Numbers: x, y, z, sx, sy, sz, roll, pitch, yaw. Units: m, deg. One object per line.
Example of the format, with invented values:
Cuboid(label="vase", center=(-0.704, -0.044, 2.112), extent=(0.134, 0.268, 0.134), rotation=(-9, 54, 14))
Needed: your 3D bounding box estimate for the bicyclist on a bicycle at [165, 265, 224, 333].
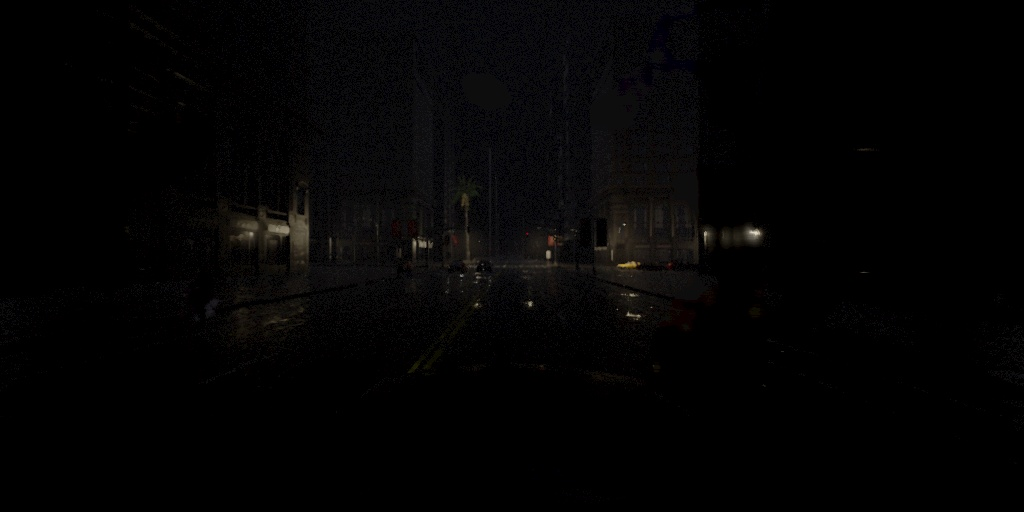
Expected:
Cuboid(label="bicyclist on a bicycle", center=(-8.745, 1.137, 9.961), extent=(0.659, 1.776, 1.843), rotation=(0, -1, 0))

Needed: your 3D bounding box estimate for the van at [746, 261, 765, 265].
Cuboid(label="van", center=(35.990, 1.635, 53.337), extent=(3.998, 1.789, 1.690), rotation=(0, 0, 0))

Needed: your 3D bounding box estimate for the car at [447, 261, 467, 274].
Cuboid(label="car", center=(-6.531, 1.319, 43.182), extent=(1.812, 1.442, 4.674), rotation=(0, 0, 1))

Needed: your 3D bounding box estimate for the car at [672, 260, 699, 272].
Cuboid(label="car", center=(25.816, 1.471, 53.372), extent=(5.009, 1.841, 2.192), rotation=(0, 0, 0))

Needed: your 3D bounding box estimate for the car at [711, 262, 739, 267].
Cuboid(label="car", center=(30.903, 1.807, 53.354), extent=(4.207, 1.307, 1.802), rotation=(0, 0, 0))

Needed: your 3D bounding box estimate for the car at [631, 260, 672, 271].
Cuboid(label="car", center=(20.729, 1.632, 53.390), extent=(4.507, 1.381, 1.888), rotation=(0, 0, 0))

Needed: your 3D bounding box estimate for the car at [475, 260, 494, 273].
Cuboid(label="car", center=(-3.276, 1.300, 43.664), extent=(1.837, 1.490, 4.892), rotation=(0, 0, 1))

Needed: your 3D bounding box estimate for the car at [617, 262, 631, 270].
Cuboid(label="car", center=(20.589, 1.645, 61.918), extent=(4.829, 1.417, 1.751), rotation=(0, 0, 0))

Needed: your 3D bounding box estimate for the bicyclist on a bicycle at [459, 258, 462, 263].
Cuboid(label="bicyclist on a bicycle", center=(-8.734, 1.181, 60.735), extent=(0.582, 1.620, 1.656), rotation=(1, -1, 0))

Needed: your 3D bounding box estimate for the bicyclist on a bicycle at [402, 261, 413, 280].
Cuboid(label="bicyclist on a bicycle", center=(-8.748, 1.224, 30.240), extent=(0.866, 1.612, 1.509), rotation=(0, 0, 0))
